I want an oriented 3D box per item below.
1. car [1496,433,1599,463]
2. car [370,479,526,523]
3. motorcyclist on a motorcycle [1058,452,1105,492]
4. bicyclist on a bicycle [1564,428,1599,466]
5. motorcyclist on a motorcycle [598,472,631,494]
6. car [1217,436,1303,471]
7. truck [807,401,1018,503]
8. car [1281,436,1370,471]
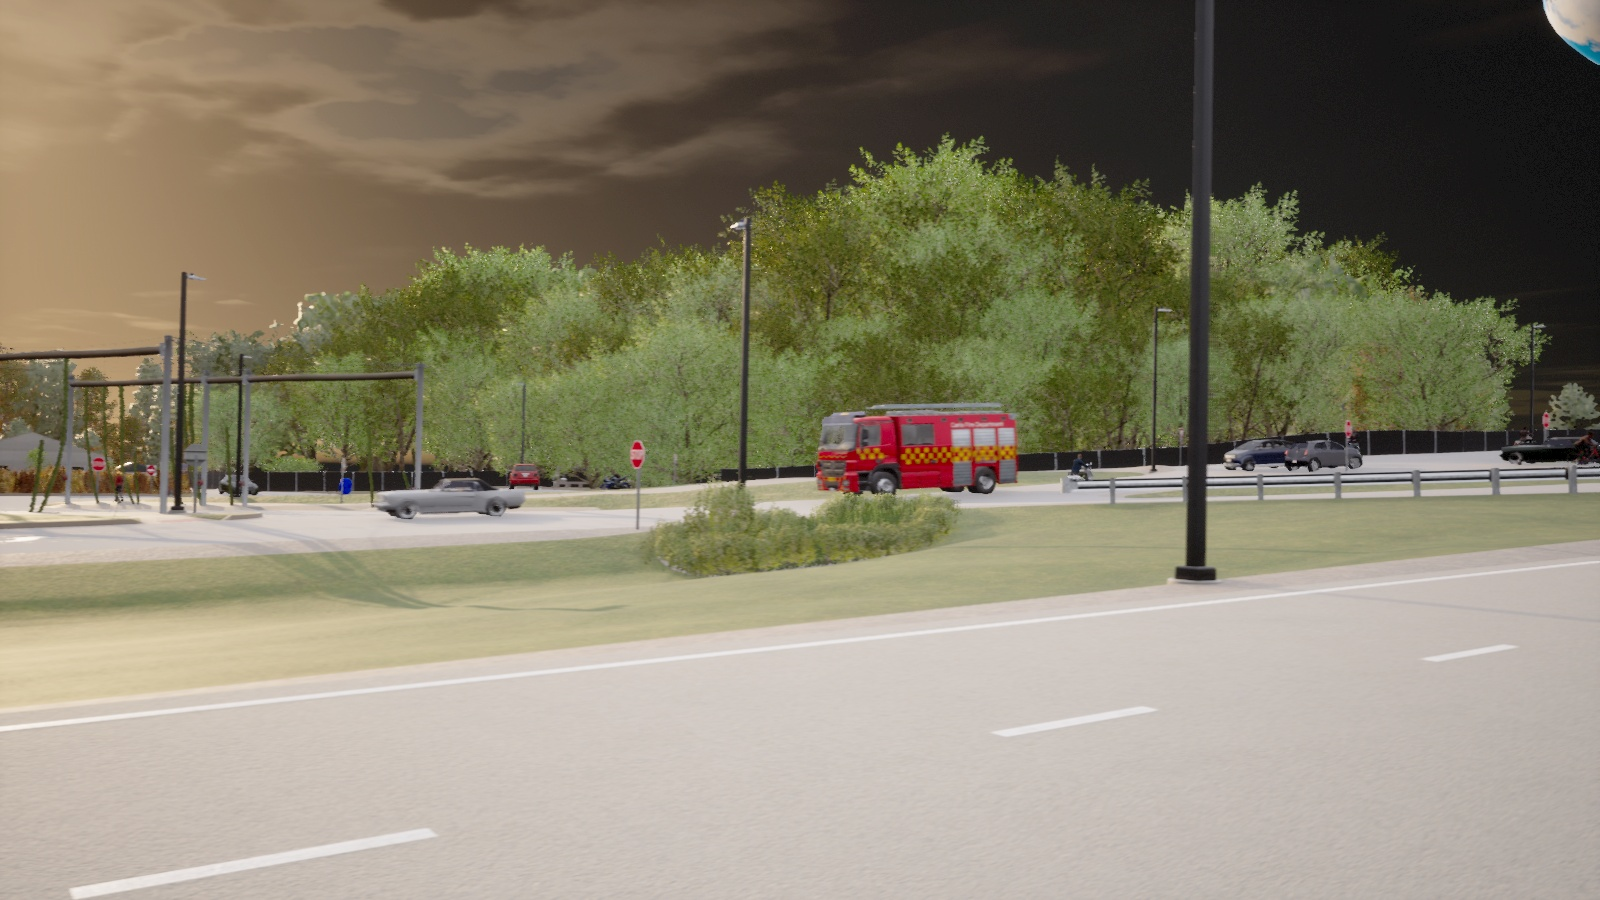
[{"bbox_3d":[35.220,-0.093,58.293,1.895,1.301,4.718,-3,1,-37],"label":"car"},{"bbox_3d":[-11.756,1.664,41.975,4.718,1.301,1.895,-1,0,-28],"label":"car"},{"bbox_3d":[11.755,0.899,52.425,1.817,1.590,0.866,-3,1,-34],"label":"motorcyclist on a motorcycle"},{"bbox_3d":[33.935,-0.121,54.047,0.582,1.620,1.656,-2,1,-37],"label":"bicyclist on a bicycle"},{"bbox_3d":[-13.746,2.440,93.147,2.191,1.530,0.866,-2,-1,8],"label":"motorcyclist on a motorcycle"},{"bbox_3d":[23.218,0.163,63.410,3.705,1.549,1.789,-3,2,-16],"label":"car"},{"bbox_3d":[4.745,0.007,52.311,8.468,3.827,2.891,-2,1,-29],"label":"truck"},{"bbox_3d":[25.529,0.162,61.021,3.633,1.501,1.845,-3,1,-19],"label":"car"}]
